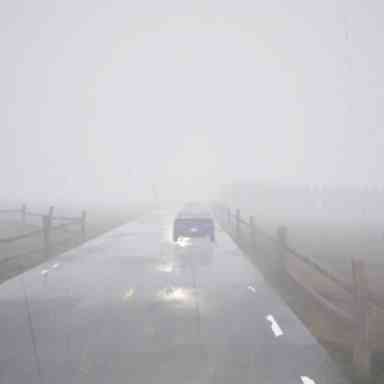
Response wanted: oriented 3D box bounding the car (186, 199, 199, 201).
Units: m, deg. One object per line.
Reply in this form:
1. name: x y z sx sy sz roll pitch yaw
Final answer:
1. car: 0.075 1.507 37.025 2.128 1.511 4.902 0 0 0

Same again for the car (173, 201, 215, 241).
1. car: 0.087 1.452 16.613 1.882 1.535 5.008 0 0 0
